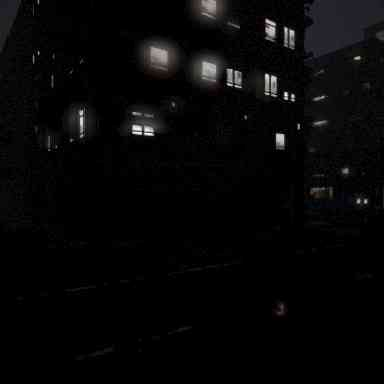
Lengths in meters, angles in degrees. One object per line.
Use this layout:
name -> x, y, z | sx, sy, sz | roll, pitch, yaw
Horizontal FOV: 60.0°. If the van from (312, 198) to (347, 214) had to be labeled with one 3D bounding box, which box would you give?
van -> 16.027, 1.605, 38.923 | 1.690, 1.788, 3.998 | -1, 0, -36
